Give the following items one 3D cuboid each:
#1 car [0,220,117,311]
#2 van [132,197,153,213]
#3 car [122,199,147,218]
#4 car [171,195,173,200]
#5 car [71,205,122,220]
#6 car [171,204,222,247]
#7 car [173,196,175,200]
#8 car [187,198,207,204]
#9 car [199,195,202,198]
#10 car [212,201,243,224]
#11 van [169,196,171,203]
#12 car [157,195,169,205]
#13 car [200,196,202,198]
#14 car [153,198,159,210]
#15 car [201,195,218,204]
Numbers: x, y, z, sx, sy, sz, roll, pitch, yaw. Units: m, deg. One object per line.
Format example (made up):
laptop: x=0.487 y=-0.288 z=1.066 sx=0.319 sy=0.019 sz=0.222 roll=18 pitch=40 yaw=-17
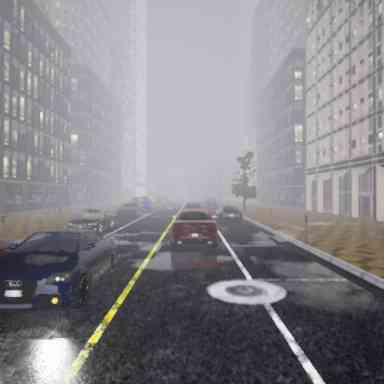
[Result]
car: x=-3.095 y=1.579 z=7.767 sx=1.994 sy=1.385 sz=4.181 roll=0 pitch=0 yaw=0
van: x=-5.663 y=1.405 z=36.136 sx=1.690 sy=1.788 sz=3.998 roll=0 pitch=0 yaw=0
car: x=-5.668 y=1.600 z=30.443 sx=1.887 sy=1.381 sz=4.507 roll=0 pitch=0 yaw=0
car: x=-5.641 y=1.677 z=70.289 sx=1.947 sy=1.339 sz=4.313 roll=0 pitch=0 yaw=0
car: x=-5.675 y=1.586 z=19.058 sx=2.008 sy=1.369 sz=4.403 roll=0 pitch=0 yaw=0
car: x=0.109 y=1.507 z=15.163 sx=1.882 sy=1.535 sz=5.008 roll=0 pitch=0 yaw=0
car: x=-5.625 y=1.663 z=92.886 sx=1.752 sy=1.417 sz=4.829 roll=0 pitch=0 yaw=0
car: x=0.121 y=1.623 z=32.407 sx=1.994 sy=1.385 sz=4.181 roll=0 pitch=0 yaw=0
car: x=2.736 y=1.631 z=64.746 sx=1.752 sy=1.417 sz=4.829 roll=0 pitch=0 yaw=0
car: x=2.709 y=1.612 z=24.732 sx=1.947 sy=1.339 sz=4.313 roll=0 pitch=0 yaw=0
van: x=-5.643 y=1.445 z=64.597 sx=1.690 sy=1.788 sz=3.998 roll=0 pitch=0 yaw=0
car: x=-5.648 y=1.537 z=58.903 sx=1.967 sy=1.590 sz=4.097 roll=0 pitch=0 yaw=0
car: x=2.732 y=1.680 z=58.883 sx=1.802 sy=1.307 sz=4.206 roll=0 pitch=0 yaw=0
car: x=-5.660 y=1.655 z=41.828 sx=1.802 sy=1.307 sz=4.206 roll=0 pitch=0 yaw=0
car: x=2.725 y=1.523 z=47.499 sx=1.967 sy=1.590 sz=4.097 roll=0 pitch=0 yaw=0
